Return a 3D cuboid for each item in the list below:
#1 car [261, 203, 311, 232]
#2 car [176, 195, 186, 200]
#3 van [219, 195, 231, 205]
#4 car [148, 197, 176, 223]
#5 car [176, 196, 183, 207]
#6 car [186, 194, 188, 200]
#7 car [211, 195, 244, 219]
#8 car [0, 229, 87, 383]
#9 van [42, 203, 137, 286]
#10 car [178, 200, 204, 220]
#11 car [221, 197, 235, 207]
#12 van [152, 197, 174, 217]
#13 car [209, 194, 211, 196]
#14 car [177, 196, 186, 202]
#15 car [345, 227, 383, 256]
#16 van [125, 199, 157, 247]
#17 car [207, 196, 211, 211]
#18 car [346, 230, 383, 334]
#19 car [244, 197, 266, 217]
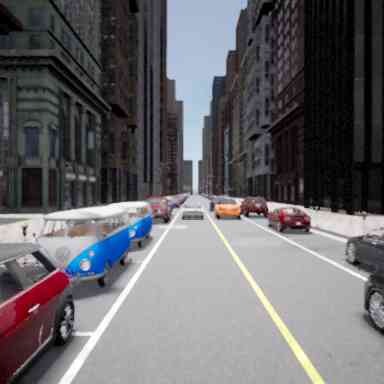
[{"bbox_3d":[5.798,1.586,20.330,1.887,1.381,4.507,0,0,0],"label":"car"},{"bbox_3d":[-2.642,1.656,59.789,1.947,1.339,4.313,0,0,0],"label":"car"},{"bbox_3d":[5.882,1.454,59.784,1.690,1.788,3.998,0,0,0],"label":"van"},{"bbox_3d":[-2.714,1.341,25.970,2.192,1.841,5.009,0,0,0],"label":"car"},{"bbox_3d":[-2.666,1.611,48.516,1.887,1.381,4.507,0,0,0],"label":"car"},{"bbox_3d":[-2.606,1.693,76.700,1.947,1.339,4.313,0,0,0],"label":"car"},{"bbox_3d":[3.115,1.400,30.058,2.097,1.767,4.553,0,0,1],"label":"car"},{"bbox_3d":[-2.763,1.437,3.424,1.967,1.590,4.097,0,0,0],"label":"car"},{"bbox_3d":[-2.751,1.345,9.061,1.690,1.788,3.998,0,0,0],"label":"van"},{"bbox_3d":[0.056,1.639,28.676,1.895,1.301,4.718,0,0,0],"label":"car"},{"bbox_3d":[5.871,1.626,54.318,1.752,1.417,4.829,0,0,0],"label":"car"},{"bbox_3d":[-2.702,1.377,31.606,1.690,1.788,3.998,0,0,0],"label":"van"},{"bbox_3d":[5.931,1.713,82.329,2.008,1.369,4.403,0,0,0],"label":"car"},{"bbox_3d":[-2.594,1.706,82.336,1.947,1.339,4.313,0,0,0],"label":"car"},{"bbox_3d":[5.774,1.577,9.058,2.008,1.369,4.403,0,0,0],"label":"car"},{"bbox_3d":[-2.739,1.352,14.697,1.690,1.788,3.998,0,0,0],"label":"van"},{"bbox_3d":[3.105,1.575,41.215,1.837,1.490,4.892,0,0,1],"label":"car"},{"bbox_3d":[3.903,1.521,3.902,1.837,1.490,4.892,0,0,0],"label":"car"},{"bbox_3d":[5.822,1.373,31.603,2.192,1.841,5.009,0,0,0],"label":"car"}]
